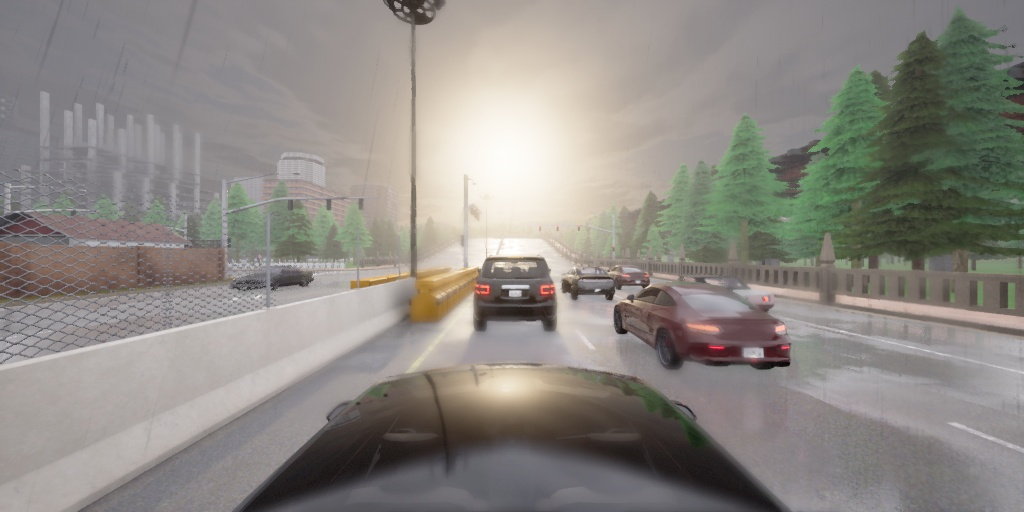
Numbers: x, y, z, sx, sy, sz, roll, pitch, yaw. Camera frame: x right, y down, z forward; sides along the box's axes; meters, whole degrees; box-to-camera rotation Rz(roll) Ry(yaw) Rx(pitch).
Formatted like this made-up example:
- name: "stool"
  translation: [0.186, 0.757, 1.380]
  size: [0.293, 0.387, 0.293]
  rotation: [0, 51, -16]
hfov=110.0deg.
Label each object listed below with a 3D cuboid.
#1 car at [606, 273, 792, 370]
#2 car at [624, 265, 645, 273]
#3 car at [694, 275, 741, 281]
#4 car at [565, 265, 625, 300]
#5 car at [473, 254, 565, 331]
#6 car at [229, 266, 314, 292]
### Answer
- name: "car"
  translation: [3.592, 1.276, 7.632]
  size: [1.812, 1.442, 4.674]
  rotation: [0, 0, 0]
- name: "car"
  translation: [7.060, 1.276, 22.410]
  size: [1.812, 1.442, 4.674]
  rotation: [0, 0, 0]
- name: "car"
  translation: [7.079, 1.351, 13.184]
  size: [1.895, 1.301, 4.718]
  rotation: [0, 0, 0]
- name: "car"
  translation: [3.573, 1.242, 17.453]
  size: [2.128, 1.511, 4.902]
  rotation: [0, 0, 0]
- name: "car"
  translation: [0.081, 0.971, 11.072]
  size: [2.150, 2.045, 5.566]
  rotation: [0, 0, 0]
- name: "car"
  translation: [-14.075, 1.298, 21.452]
  size: [2.033, 1.411, 5.357]
  rotation: [0, 0, 1]
